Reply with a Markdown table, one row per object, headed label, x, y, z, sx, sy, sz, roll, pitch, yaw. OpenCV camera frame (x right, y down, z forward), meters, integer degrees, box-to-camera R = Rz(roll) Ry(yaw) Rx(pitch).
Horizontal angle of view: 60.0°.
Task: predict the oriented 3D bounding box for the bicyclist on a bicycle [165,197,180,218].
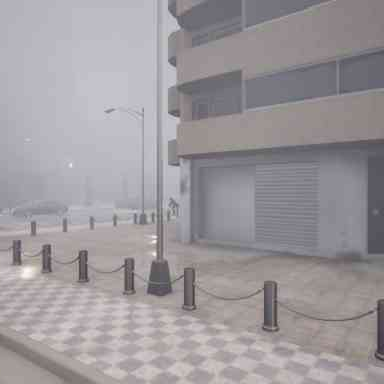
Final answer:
| label | x | y | z | sx | sy | sz | roll | pitch | yaw |
| --- | --- | --- | --- | --- | --- | --- | --- | --- | --- |
| bicyclist on a bicycle | -1.539 | 1.246 | 26.504 | 1.656 | 1.620 | 0.582 | 0 | 0 | 36 |

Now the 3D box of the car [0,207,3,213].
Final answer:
| label | x | y | z | sx | sy | sz | roll | pitch | yaw |
| --- | --- | --- | --- | --- | --- | --- | --- | --- | --- |
| car | -18.617 | 1.545 | 27.644 | 1.895 | 1.301 | 4.718 | 0 | 0 | 36 |

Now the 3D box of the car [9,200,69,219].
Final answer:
| label | x | y | z | sx | sy | sz | roll | pitch | yaw |
| --- | --- | --- | --- | --- | --- | --- | --- | --- | --- |
| car | -13.239 | 1.436 | 29.078 | 2.128 | 1.511 | 4.902 | 0 | 0 | 36 |

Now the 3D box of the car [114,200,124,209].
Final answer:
| label | x | y | z | sx | sy | sz | roll | pitch | yaw |
| --- | --- | --- | --- | --- | --- | --- | --- | --- | --- |
| car | -7.719 | 1.449 | 42.654 | 1.837 | 1.490 | 4.892 | 0 | 0 | 36 |

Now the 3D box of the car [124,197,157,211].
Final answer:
| label | x | y | z | sx | sy | sz | roll | pitch | yaw |
| --- | --- | --- | --- | --- | --- | --- | --- | --- | --- |
| car | -5.525 | 1.506 | 39.718 | 1.994 | 1.385 | 4.181 | 0 | 0 | 36 |
